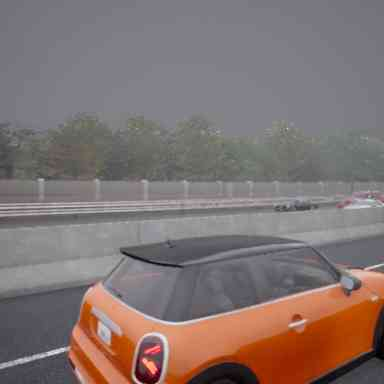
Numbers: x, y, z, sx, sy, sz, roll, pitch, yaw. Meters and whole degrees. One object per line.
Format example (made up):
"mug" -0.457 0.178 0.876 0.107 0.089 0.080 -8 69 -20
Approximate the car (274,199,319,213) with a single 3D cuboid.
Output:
"car" 10.171 1.391 32.326 4.718 1.301 1.895 -1 1 -34

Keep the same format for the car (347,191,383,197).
"car" 16.709 0.954 32.504 5.566 2.045 2.150 -1 1 -34

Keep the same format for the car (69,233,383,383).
"car" 0.908 1.339 4.369 4.553 1.767 2.097 0 0 -35

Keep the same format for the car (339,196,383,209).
"car" 13.803 1.332 26.324 4.674 1.442 1.812 -1 0 -34
